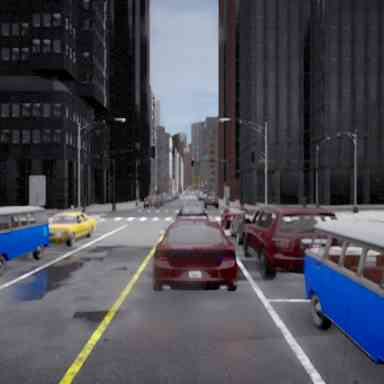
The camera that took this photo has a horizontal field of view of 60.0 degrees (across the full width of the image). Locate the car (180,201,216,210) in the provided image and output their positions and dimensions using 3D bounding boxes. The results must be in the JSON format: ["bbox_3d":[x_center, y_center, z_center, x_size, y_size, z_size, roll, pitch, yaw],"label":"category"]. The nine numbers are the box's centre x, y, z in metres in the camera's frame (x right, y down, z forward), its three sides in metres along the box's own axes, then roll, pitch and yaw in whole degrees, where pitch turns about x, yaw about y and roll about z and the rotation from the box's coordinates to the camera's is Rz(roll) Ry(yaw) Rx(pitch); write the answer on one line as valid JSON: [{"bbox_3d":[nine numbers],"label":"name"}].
[{"bbox_3d":[0.014,1.515,19.484,2.128,1.511,4.902,0,0,0],"label":"car"}]

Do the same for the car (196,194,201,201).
[{"bbox_3d":[2.806,1.735,87.480,1.887,1.381,4.507,0,0,0],"label":"car"}]

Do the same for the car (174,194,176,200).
[{"bbox_3d":[-5.722,1.713,81.847,1.887,1.381,4.507,0,0,0],"label":"car"}]

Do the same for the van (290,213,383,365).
[{"bbox_3d":[2.766,1.346,4.356,1.690,1.788,3.998,0,0,0],"label":"van"}]

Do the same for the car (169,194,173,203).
[{"bbox_3d":[-5.728,1.696,70.561,1.947,1.339,4.313,0,0,0],"label":"car"}]

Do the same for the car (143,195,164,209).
[{"bbox_3d":[-5.740,1.388,47.988,2.192,1.841,5.009,0,0,0],"label":"car"}]

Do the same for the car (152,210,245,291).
[{"bbox_3d":[0.073,1.488,9.074,1.882,1.535,5.008,0,0,0],"label":"car"}]

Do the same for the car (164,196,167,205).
[{"bbox_3d":[-5.737,1.400,53.631,2.192,1.841,5.009,0,0,0],"label":"car"}]

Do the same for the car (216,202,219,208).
[{"bbox_3d":[2.772,1.570,20.933,1.887,1.381,4.507,0,0,0],"label":"car"}]

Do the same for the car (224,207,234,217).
[{"bbox_3d":[2.770,1.569,15.407,2.008,1.369,4.403,0,0,0],"label":"car"}]

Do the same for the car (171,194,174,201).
[{"bbox_3d":[-5.725,1.673,76.033,1.752,1.417,4.829,0,0,0],"label":"car"}]

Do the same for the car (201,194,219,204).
[{"bbox_3d":[2.785,1.388,47.974,2.192,1.841,5.009,0,0,0],"label":"car"}]

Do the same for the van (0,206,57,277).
[{"bbox_3d":[-5.762,1.352,9.899,1.690,1.788,3.998,0,0,0],"label":"van"}]

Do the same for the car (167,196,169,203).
[{"bbox_3d":[-5.733,1.664,59.274,1.947,1.339,4.313,0,0,0],"label":"car"}]

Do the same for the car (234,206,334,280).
[{"bbox_3d":[2.767,1.326,9.882,2.192,1.841,5.009,0,0,0],"label":"car"}]

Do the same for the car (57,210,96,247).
[{"bbox_3d":[-5.757,1.543,15.253,1.752,1.417,4.829,0,0,0],"label":"car"}]
